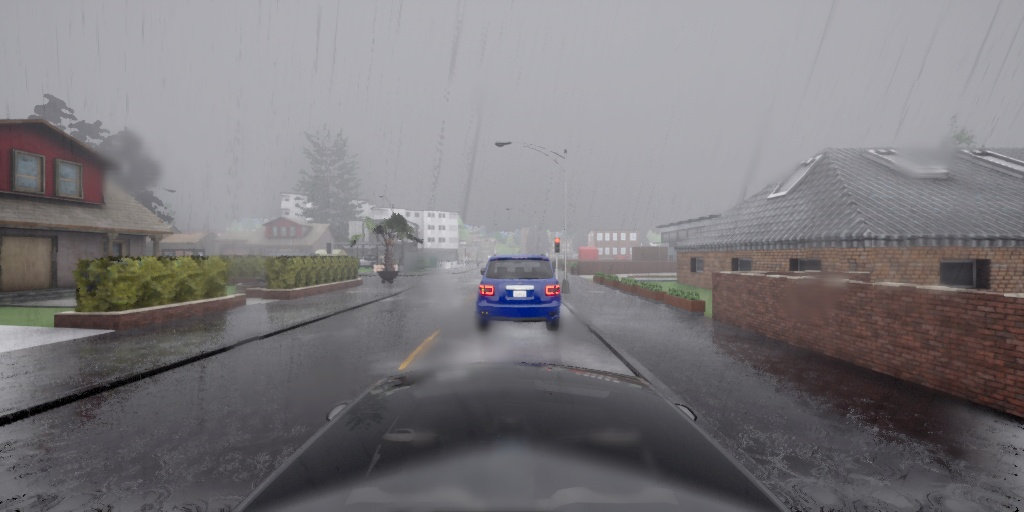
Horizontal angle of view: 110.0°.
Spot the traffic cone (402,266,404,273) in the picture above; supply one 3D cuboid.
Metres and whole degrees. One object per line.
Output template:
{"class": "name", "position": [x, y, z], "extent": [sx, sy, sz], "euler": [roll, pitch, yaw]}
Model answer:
{"class": "traffic cone", "position": [-14.049, 1.582, 47.482], "extent": [0.344, 0.586, 0.344], "euler": [0, 0, 0]}

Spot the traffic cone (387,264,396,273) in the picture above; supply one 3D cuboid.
{"class": "traffic cone", "position": [-15.421, 1.561, 45.883], "extent": [0.344, 0.586, 0.344], "euler": [0, 0, 0]}

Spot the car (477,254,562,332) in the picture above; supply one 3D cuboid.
{"class": "car", "position": [0.185, 0.971, 11.005], "extent": [2.150, 2.045, 5.566], "euler": [0, 0, 0]}

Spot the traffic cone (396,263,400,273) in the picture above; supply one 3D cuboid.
{"class": "traffic cone", "position": [-15.056, 1.558, 46.450], "extent": [0.344, 0.586, 0.344], "euler": [0, 0, 0]}
